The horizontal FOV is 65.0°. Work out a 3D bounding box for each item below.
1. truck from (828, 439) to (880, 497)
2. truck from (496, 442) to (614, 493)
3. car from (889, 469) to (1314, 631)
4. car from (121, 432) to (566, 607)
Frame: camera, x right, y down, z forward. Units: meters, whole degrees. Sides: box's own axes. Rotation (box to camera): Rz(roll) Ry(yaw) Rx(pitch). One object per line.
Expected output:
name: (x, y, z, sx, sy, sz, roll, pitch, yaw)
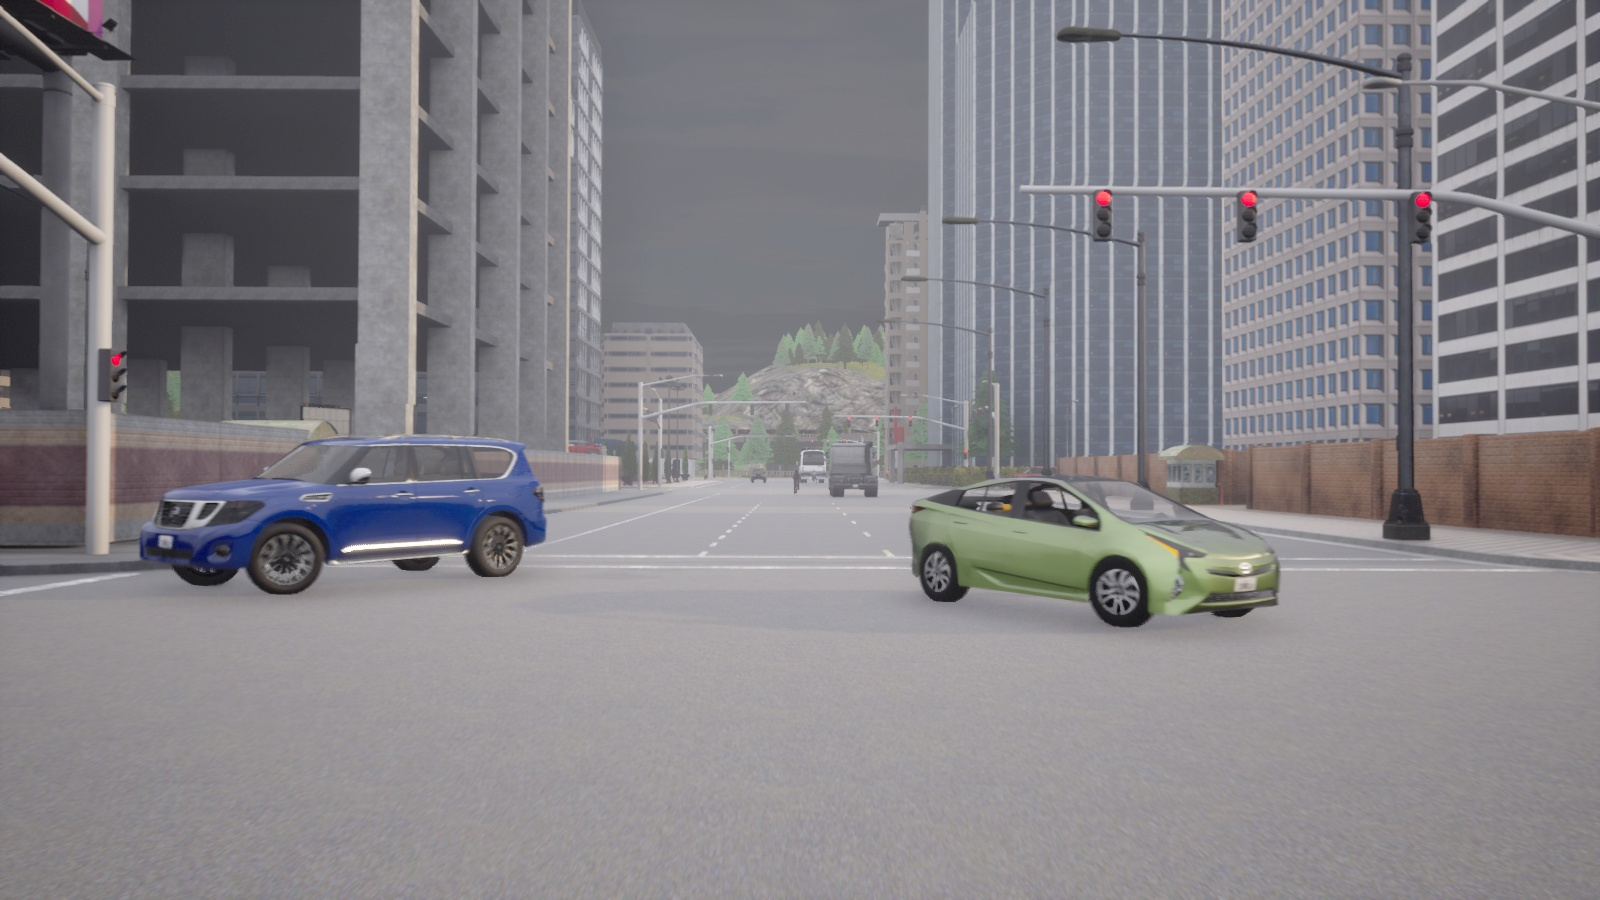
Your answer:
truck: (3.309, 1.140, 78.895, 2.891, 3.462, 7.936, 0, -1, 0)
truck: (-18.544, 1.322, 95.446, 8.468, 3.827, 2.891, 0, -1, -1)
car: (3.207, 0.988, 14.297, 2.007, 1.525, 4.514, 0, -1, -34)
car: (-6.116, 0.852, 17.588, 2.150, 2.045, 5.566, -1, -1, 37)
